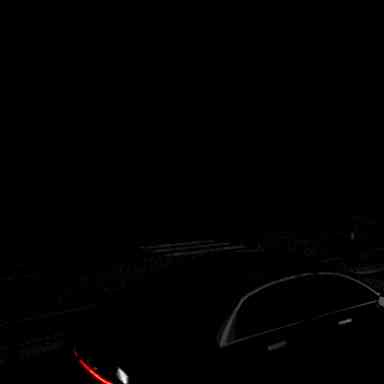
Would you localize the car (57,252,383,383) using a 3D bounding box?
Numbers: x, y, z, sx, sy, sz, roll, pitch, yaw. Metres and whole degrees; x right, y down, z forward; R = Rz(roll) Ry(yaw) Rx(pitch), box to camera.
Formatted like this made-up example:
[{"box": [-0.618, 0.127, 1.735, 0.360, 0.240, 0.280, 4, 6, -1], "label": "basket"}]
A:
[{"box": [1.007, 1.512, 4.026, 4.892, 1.490, 1.837, 0, 0, -34], "label": "car"}]
